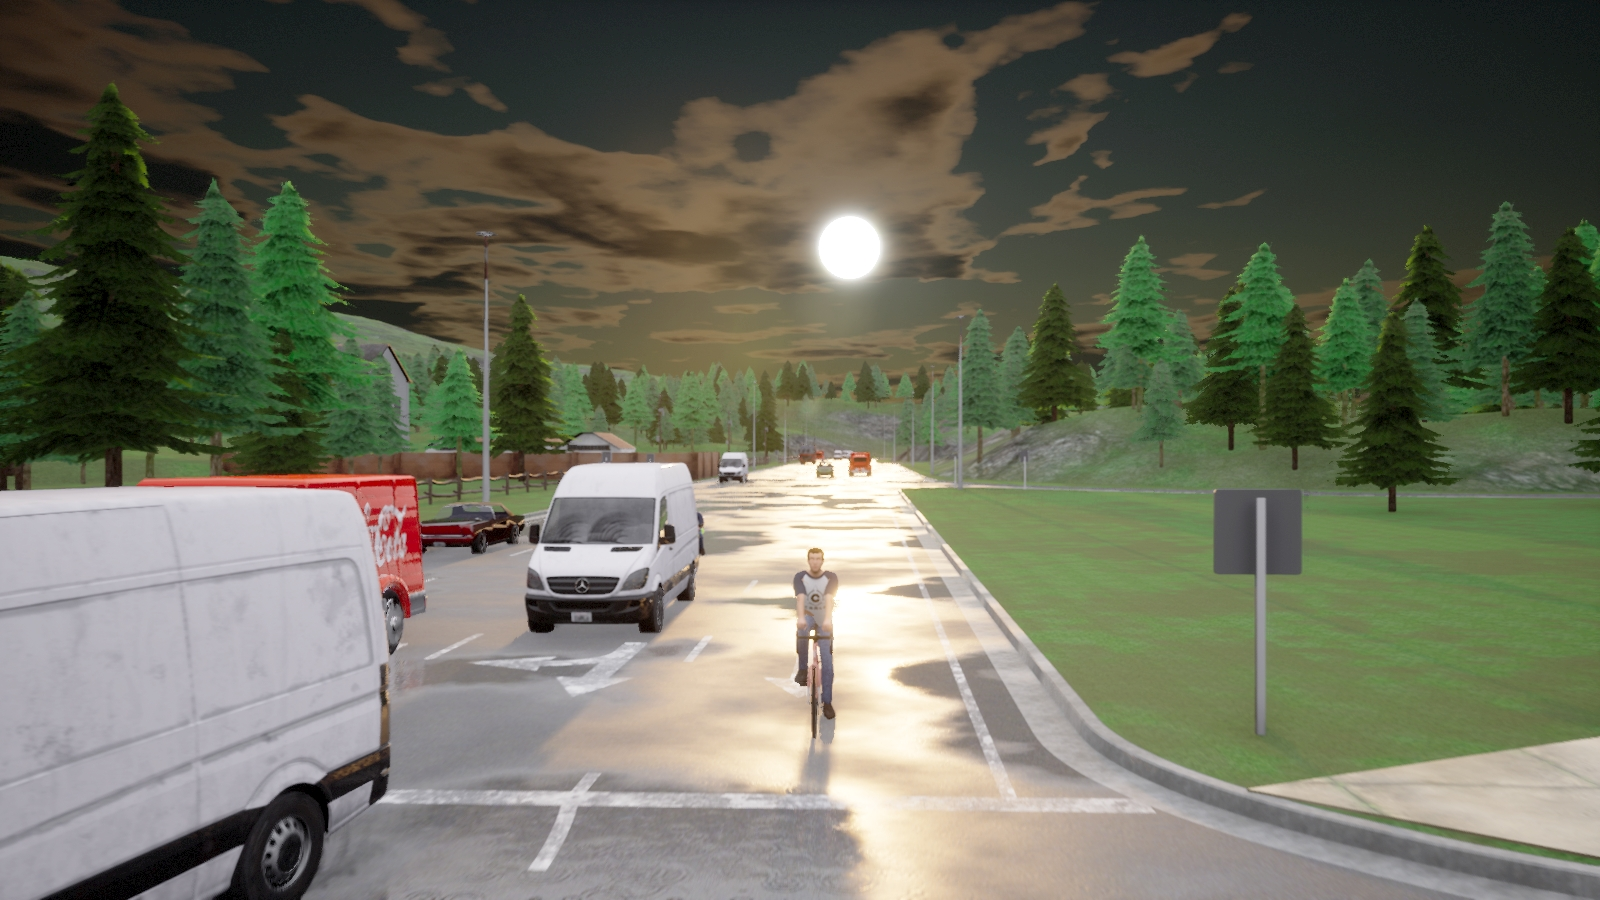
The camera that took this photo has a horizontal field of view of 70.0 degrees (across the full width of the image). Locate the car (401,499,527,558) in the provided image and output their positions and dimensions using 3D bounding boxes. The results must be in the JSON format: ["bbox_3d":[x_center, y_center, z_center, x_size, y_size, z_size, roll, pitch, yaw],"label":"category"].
[{"bbox_3d":[-9.275,2.141,31.987,1.895,1.301,4.718,0,0,3],"label":"car"}]

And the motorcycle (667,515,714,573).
[{"bbox_3d":[-2.553,2.175,26.871,0.803,1.199,2.033,0,0,3],"label":"motorcycle"}]

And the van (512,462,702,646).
[{"bbox_3d":[-3.037,1.525,19.437,1.988,2.561,5.915,0,0,2],"label":"van"}]

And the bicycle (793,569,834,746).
[{"bbox_3d":[0.157,2.050,11.630,0.373,1.496,1.643,0,0,2],"label":"bicycle"}]

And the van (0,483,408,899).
[{"bbox_3d":[-4.478,1.532,5.521,1.988,2.561,5.915,0,0,14],"label":"van"}]
